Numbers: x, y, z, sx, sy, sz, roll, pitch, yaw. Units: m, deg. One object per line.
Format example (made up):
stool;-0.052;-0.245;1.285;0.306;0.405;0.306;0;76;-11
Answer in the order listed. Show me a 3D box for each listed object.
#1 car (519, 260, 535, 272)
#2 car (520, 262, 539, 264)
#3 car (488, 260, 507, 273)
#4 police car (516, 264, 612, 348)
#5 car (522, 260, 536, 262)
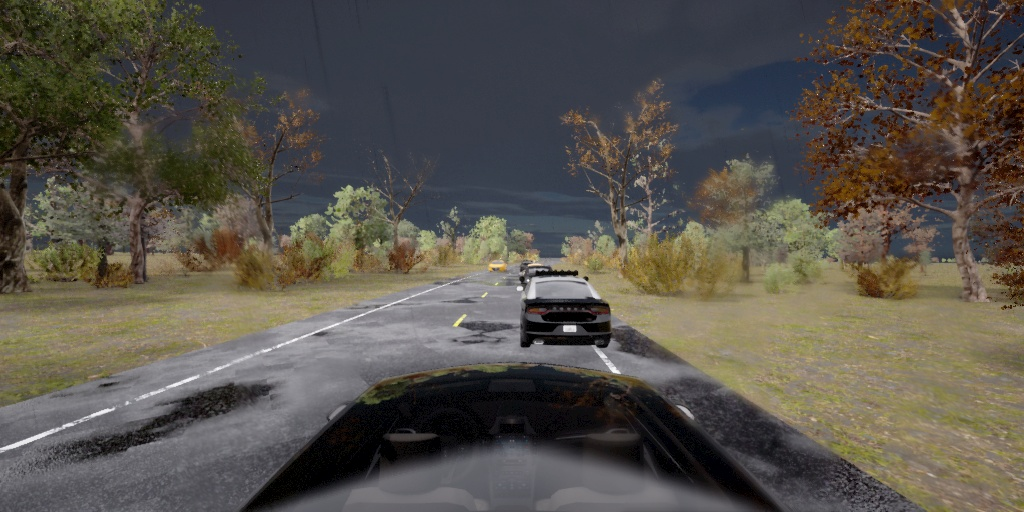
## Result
car;2.097;1.331;47.880;1.837;1.490;4.892;0;0;5
car;1.427;1.263;19.229;1.837;1.490;4.892;0;0;2
car;-1.705;1.289;44.030;1.882;1.535;5.008;0;0;4
police car;1.150;1.177;9.387;1.930;1.638;5.238;0;0;1
car;1.679;1.218;25.387;1.801;1.575;5.366;0;0;3
